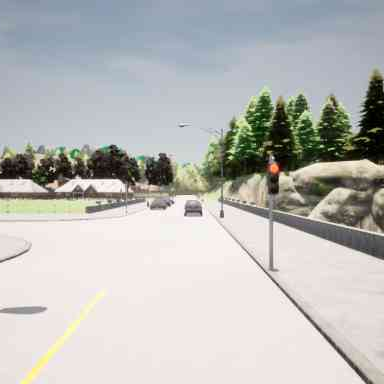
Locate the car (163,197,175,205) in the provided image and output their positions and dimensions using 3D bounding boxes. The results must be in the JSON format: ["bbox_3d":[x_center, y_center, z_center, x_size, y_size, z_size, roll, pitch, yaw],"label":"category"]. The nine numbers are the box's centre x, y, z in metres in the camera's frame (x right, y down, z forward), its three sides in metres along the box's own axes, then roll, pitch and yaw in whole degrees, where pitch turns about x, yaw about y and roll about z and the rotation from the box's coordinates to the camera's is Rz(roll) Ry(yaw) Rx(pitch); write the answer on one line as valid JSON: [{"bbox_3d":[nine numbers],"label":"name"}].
[{"bbox_3d":[-4.263,1.601,62.194,1.895,1.301,4.718,0,0,0],"label":"car"}]

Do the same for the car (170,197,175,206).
[{"bbox_3d":[-4.265,1.547,52.382,2.033,1.411,5.357,0,0,-1],"label":"car"}]

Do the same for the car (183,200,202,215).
[{"bbox_3d":[0.059,1.547,34.167,2.033,1.411,5.357,0,0,-2],"label":"car"}]

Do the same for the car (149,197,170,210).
[{"bbox_3d":[-4.240,1.526,42.674,1.812,1.442,4.674,0,0,-1],"label":"car"}]
